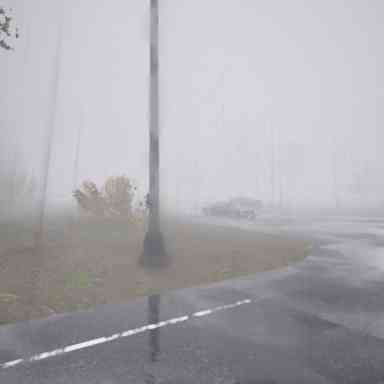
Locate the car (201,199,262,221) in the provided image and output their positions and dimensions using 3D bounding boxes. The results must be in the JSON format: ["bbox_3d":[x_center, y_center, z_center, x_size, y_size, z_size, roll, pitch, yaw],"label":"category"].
[{"bbox_3d":[2.810,1.439,25.463,1.895,1.301,4.718,-1,1,-35],"label":"car"}]

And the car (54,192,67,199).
[{"bbox_3d":[-27.063,0.768,68.206,1.994,1.385,4.181,-1,1,-31],"label":"car"}]

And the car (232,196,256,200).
[{"bbox_3d":[5.008,1.165,34.486,1.882,1.535,5.008,-1,1,-35],"label":"car"}]
